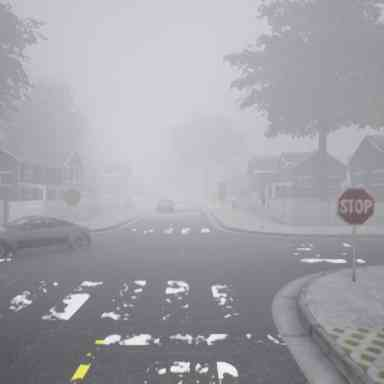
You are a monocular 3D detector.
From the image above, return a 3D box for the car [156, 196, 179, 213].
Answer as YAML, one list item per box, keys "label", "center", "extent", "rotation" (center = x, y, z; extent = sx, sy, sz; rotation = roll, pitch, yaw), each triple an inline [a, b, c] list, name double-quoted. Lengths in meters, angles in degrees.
- label: "car"
  center: [-2.738, 1.433, 35.505]
  extent: [1.882, 1.535, 5.008]
  rotation: [0, 1, 0]

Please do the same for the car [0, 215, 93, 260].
- label: "car"
  center: [-5.864, 1.579, 12.245]
  extent: [4.181, 1.385, 1.994]
  rotation: [-1, 2, -41]

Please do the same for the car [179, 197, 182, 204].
- label: "car"
  center: [-2.730, 1.449, 59.402]
  extent: [1.895, 1.301, 4.718]
  rotation: [0, 0, 0]
